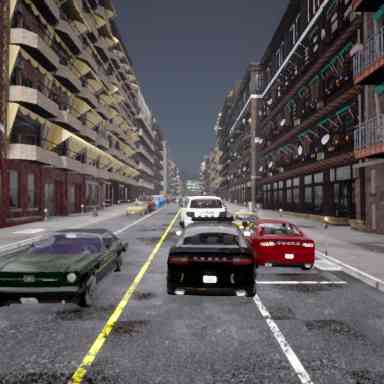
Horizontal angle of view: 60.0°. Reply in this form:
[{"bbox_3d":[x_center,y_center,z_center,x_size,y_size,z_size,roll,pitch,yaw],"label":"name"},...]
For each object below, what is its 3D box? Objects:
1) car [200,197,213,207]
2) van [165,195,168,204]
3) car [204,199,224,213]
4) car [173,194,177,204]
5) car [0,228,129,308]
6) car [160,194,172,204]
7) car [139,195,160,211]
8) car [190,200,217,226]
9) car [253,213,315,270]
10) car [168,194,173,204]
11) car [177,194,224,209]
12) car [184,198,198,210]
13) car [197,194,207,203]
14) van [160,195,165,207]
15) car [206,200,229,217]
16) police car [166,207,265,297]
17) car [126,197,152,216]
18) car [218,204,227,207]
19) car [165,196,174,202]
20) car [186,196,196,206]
[{"bbox_3d":[2.421,1.646,55.188,1.887,1.381,4.507,1,0,0],"label":"car"},{"bbox_3d":[-5.455,1.442,55.227,1.690,1.788,3.998,1,0,0],"label":"van"},{"bbox_3d":[2.470,1.606,38.596,2.008,1.369,4.403,1,0,0],"label":"car"},{"bbox_3d":[-2.954,1.641,68.657,2.128,1.511,4.902,0,0,0],"label":"car"},{"bbox_3d":[-2.874,1.605,8.061,1.895,1.301,4.718,0,0,0],"label":"car"},{"bbox_3d":[-5.503,1.477,71.817,2.192,1.841,5.009,1,0,0],"label":"car"},{"bbox_3d":[-5.404,1.371,38.636,2.192,1.841,5.009,2,0,0],"label":"car"},{"bbox_3d":[0.752,1.482,24.800,1.801,1.575,5.366,0,0,0],"label":"car"},{"bbox_3d":[2.552,1.553,10.942,1.887,1.381,4.507,1,0,0],"label":"car"},{"bbox_3d":[-5.487,1.456,66.288,2.192,1.841,5.009,1,0,0],"label":"car"},{"bbox_3d":[0.517,1.241,18.577,2.150,2.045,5.566,0,0,-4],"label":"car"},{"bbox_3d":[-0.129,1.577,45.620,1.837,1.490,4.892,0,0,0],"label":"car"},{"bbox_3d":[2.326,1.500,77.312,2.192,1.841,5.009,1,0,0],"label":"car"},{"bbox_3d":[-5.438,1.424,49.695,1.690,1.788,3.998,2,0,0],"label":"van"},{"bbox_3d":[2.486,1.588,33.064,1.887,1.381,4.507,1,0,0],"label":"car"},{"bbox_3d":[0.547,1.432,8.789,1.930,1.638,5.238,0,0,5],"label":"police car"},{"bbox_3d":[-5.393,1.569,32.934,1.752,1.417,4.829,2,0,0],"label":"car"},{"bbox_3d":[2.536,1.540,16.644,1.752,1.417,4.829,1,0,0],"label":"car"},{"bbox_3d":[-5.543,1.775,82.879,1.947,1.339,4.313,1,0,0],"label":"car"},{"bbox_3d":[-0.178,1.595,60.152,1.882,1.535,5.008,0,0,0],"label":"car"}]
